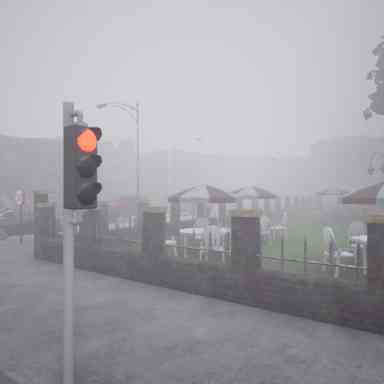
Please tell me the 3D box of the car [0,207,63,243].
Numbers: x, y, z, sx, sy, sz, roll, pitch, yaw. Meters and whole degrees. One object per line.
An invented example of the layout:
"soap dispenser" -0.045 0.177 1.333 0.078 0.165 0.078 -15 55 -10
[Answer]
"car" -8.256 1.491 16.193 2.128 1.511 4.902 0 0 36

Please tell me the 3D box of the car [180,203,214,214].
"car" 0.286 1.221 35.568 2.150 2.045 5.566 0 0 34

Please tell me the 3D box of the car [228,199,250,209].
"car" 6.646 1.527 43.585 4.674 1.442 1.812 0 0 -43

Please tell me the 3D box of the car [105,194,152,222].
"car" -5.660 1.221 27.075 2.150 2.045 5.566 0 0 35

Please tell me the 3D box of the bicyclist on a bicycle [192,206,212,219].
"bicyclist on a bicycle" 0.664 1.340 21.467 1.656 1.620 0.582 0 0 36
